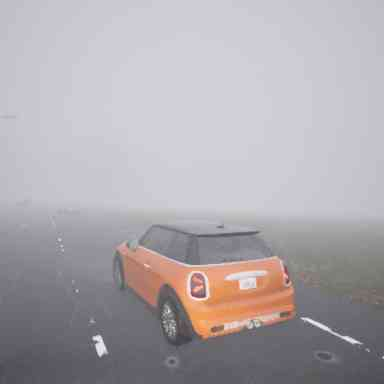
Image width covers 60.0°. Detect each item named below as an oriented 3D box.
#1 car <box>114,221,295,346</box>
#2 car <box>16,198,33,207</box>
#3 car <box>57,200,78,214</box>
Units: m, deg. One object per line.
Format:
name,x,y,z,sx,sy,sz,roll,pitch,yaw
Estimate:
car,-0.132,1.359,6.769,2.097,1.767,4.553,0,0,-26
car,-26.507,1.633,52.894,2.033,1.411,5.357,0,0,-18
car,-13.175,1.562,35.231,1.812,1.442,4.674,0,0,-24
